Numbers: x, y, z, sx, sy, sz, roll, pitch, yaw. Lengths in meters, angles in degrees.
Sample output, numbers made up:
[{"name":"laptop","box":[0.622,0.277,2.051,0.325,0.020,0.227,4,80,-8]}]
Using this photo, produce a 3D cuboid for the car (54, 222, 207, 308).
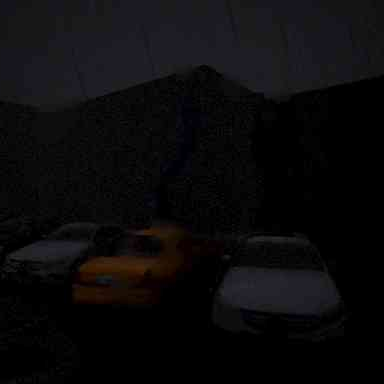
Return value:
[{"name":"car","box":[-0.727,1.529,8.166,1.946,1.575,5.366,-1,-1,15]}]

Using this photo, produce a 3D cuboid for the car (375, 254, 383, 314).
[{"name":"car","box":[4.024,1.472,4.603,2.231,1.521,4.892,0,-1,15]}]

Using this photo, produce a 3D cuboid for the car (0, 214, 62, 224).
[{"name":"car","box":[-5.551,1.589,11.382,2.231,1.521,4.892,0,-1,15]}]

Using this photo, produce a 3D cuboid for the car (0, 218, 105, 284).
[{"name":"car","box":[-3.163,1.599,9.682,2.002,1.452,4.674,0,-1,15]}]

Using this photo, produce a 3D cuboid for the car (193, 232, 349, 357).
[{"name":"car","box":[1.627,1.540,6.293,2.002,1.452,4.674,0,-1,15]}]
